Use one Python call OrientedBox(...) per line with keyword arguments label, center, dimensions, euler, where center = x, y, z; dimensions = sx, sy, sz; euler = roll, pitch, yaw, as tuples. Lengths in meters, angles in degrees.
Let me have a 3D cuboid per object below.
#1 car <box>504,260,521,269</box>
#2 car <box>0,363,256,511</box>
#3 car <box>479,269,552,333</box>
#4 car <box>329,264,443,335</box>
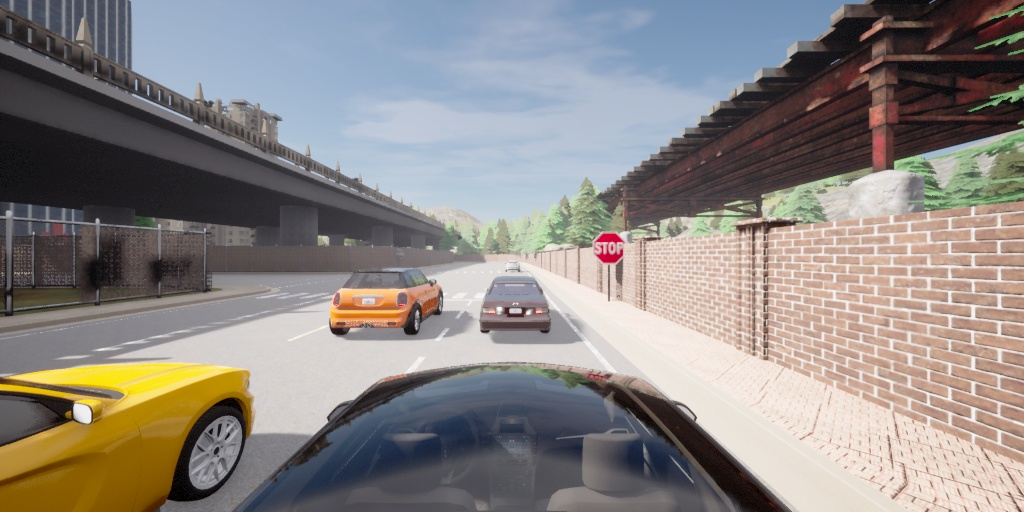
OrientedBox(label="car", center=(0.086, 1.276, 45.536), dimensions=(1.812, 1.442, 4.674), euler=(0, 0, -1))
OrientedBox(label="car", center=(-3.399, 1.228, 1.413), dimensions=(1.882, 1.535, 5.008), euler=(0, 0, 0))
OrientedBox(label="car", center=(0.078, 1.297, 10.693), dimensions=(2.033, 1.411, 5.357), euler=(0, 0, 0))
OrientedBox(label="car", center=(-3.423, 1.102, 10.670), dimensions=(2.097, 1.767, 4.553), euler=(0, 0, 0))
